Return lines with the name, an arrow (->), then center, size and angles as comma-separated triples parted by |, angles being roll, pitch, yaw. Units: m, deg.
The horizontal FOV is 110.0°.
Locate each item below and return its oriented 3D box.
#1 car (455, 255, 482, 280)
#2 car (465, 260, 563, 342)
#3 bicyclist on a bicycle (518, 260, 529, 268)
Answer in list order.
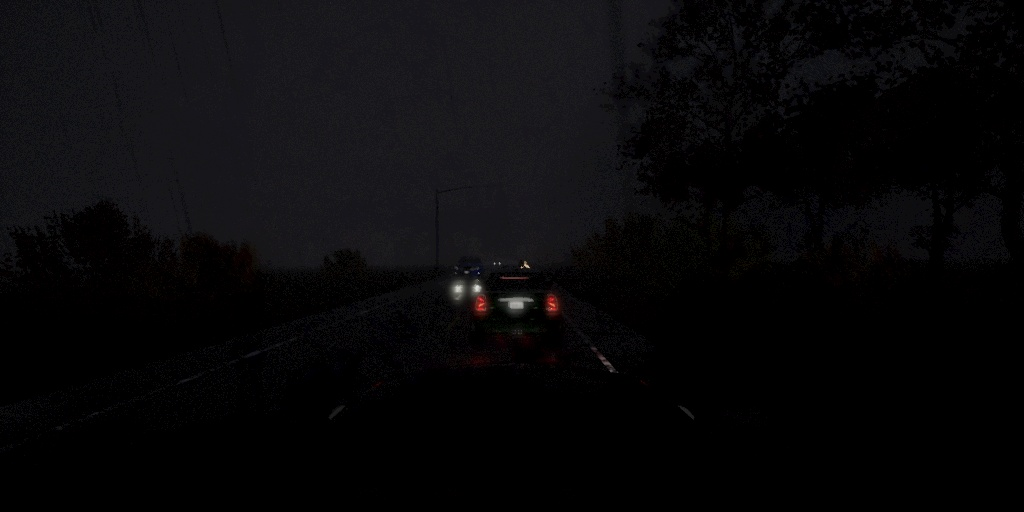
car -> -3.629, 0.961, 31.572 | 2.150, 2.045, 5.566 | 0, 0, 0
car -> 0.106, 1.099, 9.944 | 2.097, 1.767, 4.553 | 0, 0, 0
bicyclist on a bicycle -> 0.954, 1.177, 25.767 | 0.866, 1.612, 1.509 | 0, 0, 1
